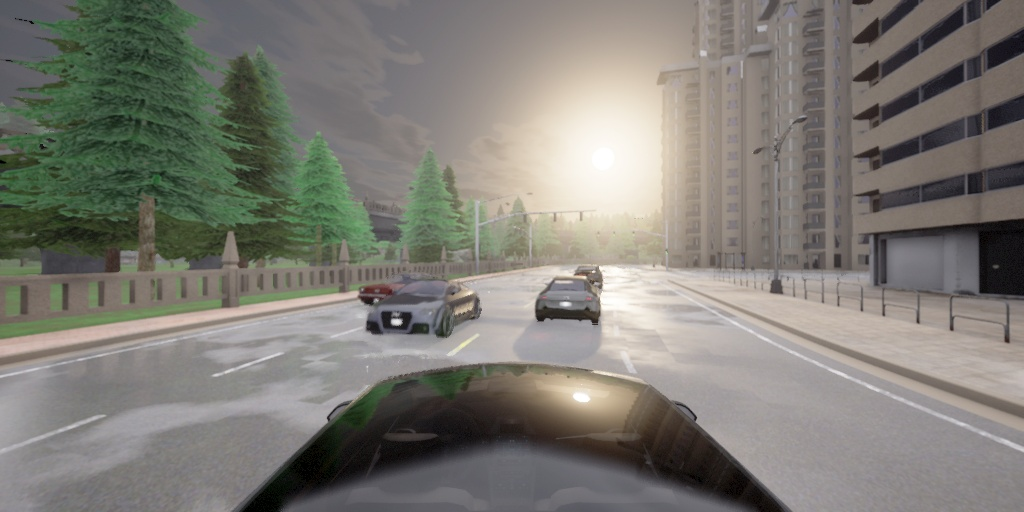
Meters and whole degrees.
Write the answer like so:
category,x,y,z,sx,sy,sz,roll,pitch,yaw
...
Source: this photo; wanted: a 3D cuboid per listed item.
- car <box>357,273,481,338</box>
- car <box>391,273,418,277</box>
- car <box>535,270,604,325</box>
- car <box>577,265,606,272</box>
category,x,y,z,sx,sy,sz,roll,pitch,yaw
car,-2.305,1.355,10.306,1.994,1.385,4.181,0,0,11
car,-4.609,1.419,15.888,1.895,1.301,4.718,0,0,15
car,2.028,1.368,12.282,1.994,1.385,4.181,0,0,14
car,5.347,1.373,24.872,1.837,1.490,4.892,0,0,16
